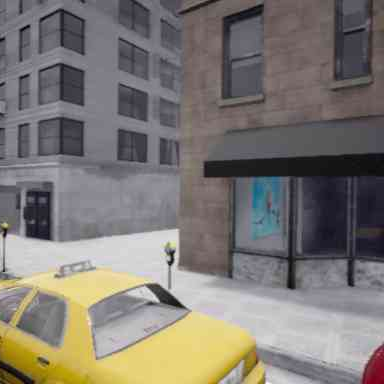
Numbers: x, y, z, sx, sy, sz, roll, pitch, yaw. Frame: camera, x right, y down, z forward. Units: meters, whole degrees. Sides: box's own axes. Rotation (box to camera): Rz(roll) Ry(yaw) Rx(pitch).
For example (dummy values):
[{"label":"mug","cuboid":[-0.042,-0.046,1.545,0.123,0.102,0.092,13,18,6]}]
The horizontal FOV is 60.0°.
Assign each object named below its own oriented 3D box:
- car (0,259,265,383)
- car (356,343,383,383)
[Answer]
[{"label":"car","cuboid":[-1.578,1.518,4.075,4.829,1.417,1.752,0,1,35]},{"label":"car","cuboid":[3.042,1.320,0.778,5.009,1.841,2.192,0,1,35]}]
